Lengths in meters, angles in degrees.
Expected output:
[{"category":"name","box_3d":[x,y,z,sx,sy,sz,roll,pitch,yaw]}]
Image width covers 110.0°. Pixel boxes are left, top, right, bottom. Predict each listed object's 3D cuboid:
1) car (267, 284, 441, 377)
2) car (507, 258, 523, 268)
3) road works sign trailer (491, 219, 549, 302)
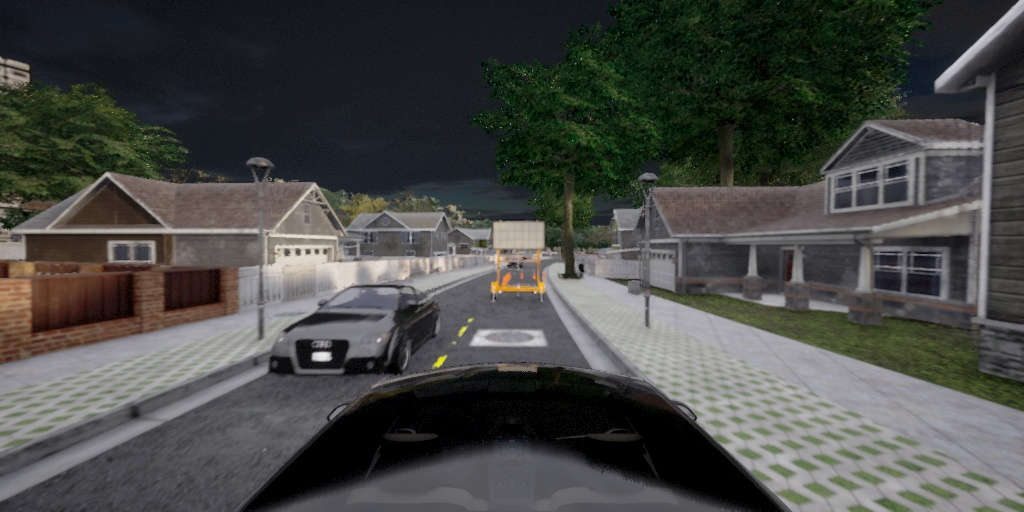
[{"category":"car","box_3d":[-2.755,1.273,7.249,1.994,1.385,4.181,0,0,1]},{"category":"car","box_3d":[0.530,0.981,51.240,2.033,1.411,5.357,0,0,8]},{"category":"road works sign trailer","box_3d":[0.302,0.126,16.313,2.380,3.560,2.880,0,0,3]}]
